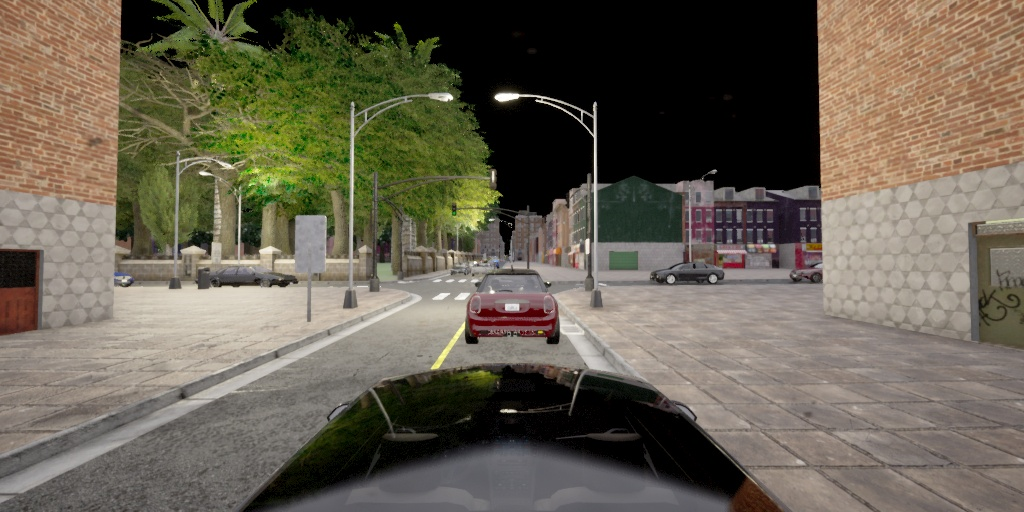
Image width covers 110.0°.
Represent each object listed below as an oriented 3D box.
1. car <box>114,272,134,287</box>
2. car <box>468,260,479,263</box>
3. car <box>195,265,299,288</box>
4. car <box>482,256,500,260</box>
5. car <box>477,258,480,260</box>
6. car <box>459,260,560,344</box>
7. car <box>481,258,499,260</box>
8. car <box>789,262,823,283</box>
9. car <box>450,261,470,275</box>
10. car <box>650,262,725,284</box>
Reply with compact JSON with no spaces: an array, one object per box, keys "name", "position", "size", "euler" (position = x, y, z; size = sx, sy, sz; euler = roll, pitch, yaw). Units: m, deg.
[{"name":"car","position":[-26.145,1.260,22.020],"size":[4.674,1.442,1.812],"euler":[0,-1,0]},{"name":"car","position":[-2.962,1.380,36.842],"size":[1.895,1.301,4.718],"euler":[0,0,2]},{"name":"car","position":[-16.235,1.287,22.066],"size":[5.357,1.411,2.033],"euler":[0,-1,0]},{"name":"car","position":[-3.125,1.042,57.581],"size":[2.150,2.045,5.566],"euler":[0,0,0]},{"name":"car","position":[-5.576,1.344,45.635],"size":[2.007,1.370,4.403],"euler":[0,0,0]},{"name":"car","position":[0.025,1.105,9.722],"size":[2.097,1.767,4.553],"euler":[0,0,1]},{"name":"car","position":[-3.046,1.301,46.919],"size":[1.837,1.490,4.892],"euler":[0,0,-1]},{"name":"car","position":[22.251,1.105,25.251],"size":[4.674,1.442,1.812],"euler":[-1,-1,0]},{"name":"car","position":[-5.542,1.332,38.500],"size":[2.007,1.370,4.403],"euler":[0,0,0]},{"name":"car","position":[12.221,1.192,25.178],"size":[4.892,1.490,1.837],"euler":[-1,-1,0]}]
